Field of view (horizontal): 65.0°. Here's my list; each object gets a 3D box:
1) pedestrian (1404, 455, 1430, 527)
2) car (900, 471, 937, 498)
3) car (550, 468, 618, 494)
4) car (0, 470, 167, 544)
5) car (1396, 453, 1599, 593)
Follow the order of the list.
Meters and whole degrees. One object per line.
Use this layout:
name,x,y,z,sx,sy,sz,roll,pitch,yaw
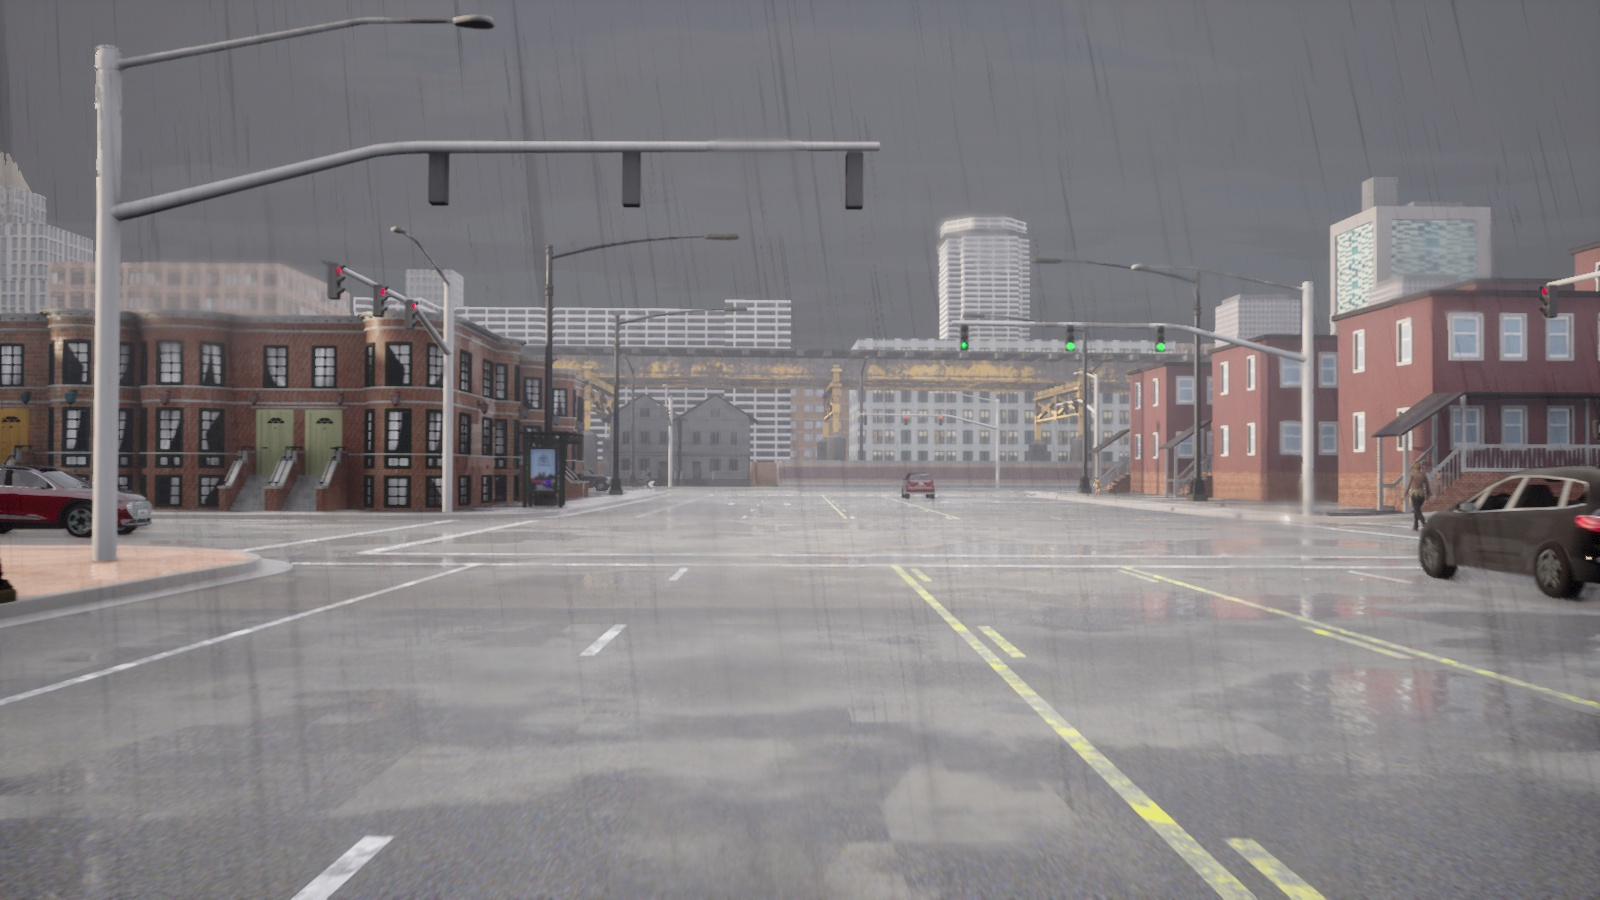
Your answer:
pedestrian,15.859,1.046,32.269,0.331,1.846,0.634,0,-1,0
car,6.823,1.982,72.634,1.789,1.549,3.705,0,-1,0
car,-15.792,2.234,91.993,4.605,1.855,1.932,0,-1,0
car,-17.666,1.305,29.216,4.856,1.649,2.033,0,-1,0
car,10.457,0.908,17.332,2.242,1.667,4.611,0,-1,0
